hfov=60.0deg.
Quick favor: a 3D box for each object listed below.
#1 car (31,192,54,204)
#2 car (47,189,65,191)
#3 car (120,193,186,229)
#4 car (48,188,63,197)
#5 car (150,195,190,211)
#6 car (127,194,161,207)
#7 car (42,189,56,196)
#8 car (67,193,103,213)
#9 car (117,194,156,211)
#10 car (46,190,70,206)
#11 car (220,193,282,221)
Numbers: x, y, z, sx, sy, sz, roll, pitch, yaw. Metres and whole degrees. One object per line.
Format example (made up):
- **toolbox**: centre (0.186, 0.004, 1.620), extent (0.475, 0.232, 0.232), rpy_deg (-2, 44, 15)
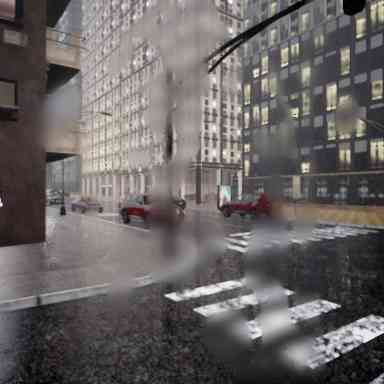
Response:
- **car**: centre (-18.809, 0.749, 41.805), extent (1.802, 1.307, 4.206), rpy_deg (2, 0, -36)
- **car**: centre (-25.365, 0.166, 60.603), extent (2.097, 1.767, 4.553), rpy_deg (0, 1, -37)
- **car**: centre (-2.462, 1.004, 19.401), extent (2.192, 1.841, 5.009), rpy_deg (2, 0, -36)
- **car**: centre (-28.418, 0.092, 69.206), extent (1.967, 1.590, 4.097), rpy_deg (1, 0, -36)
- **car**: centre (-2.272, 1.063, 33.352), extent (1.947, 1.339, 4.313), rpy_deg (1, 0, -36)
- **car**: centre (-5.541, 0.959, 37.834), extent (1.947, 1.339, 4.313), rpy_deg (1, 0, -36)
- **car**: centre (-31.690, 0.089, 73.688), extent (1.887, 1.381, 4.507), rpy_deg (1, 0, -36)
- **car**: centre (-9.005, 1.063, 28.363), extent (1.802, 1.307, 4.206), rpy_deg (2, 0, -36)
- **car**: centre (-5.692, 0.955, 33.623), extent (1.837, 1.490, 4.892), rpy_deg (0, 1, -36)
- **car**: centre (-15.541, 0.823, 37.325), extent (2.008, 1.369, 4.403), rpy_deg (2, 0, -36)
- **car**: centre (4.272, 1.020, 24.388), extent (2.192, 1.841, 5.009), rpy_deg (1, 0, -36)
